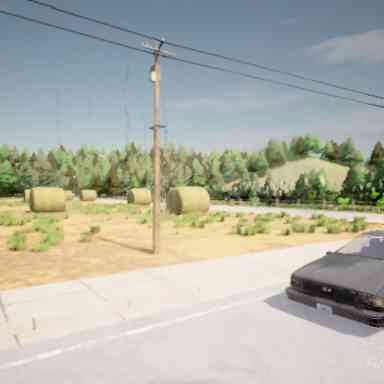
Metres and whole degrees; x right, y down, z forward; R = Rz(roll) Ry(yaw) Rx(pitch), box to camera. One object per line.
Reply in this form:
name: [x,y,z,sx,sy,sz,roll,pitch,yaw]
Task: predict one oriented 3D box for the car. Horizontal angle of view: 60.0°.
car: [4.382,1.554,7.080,5.357,1.411,2.033,0,0,-35]
